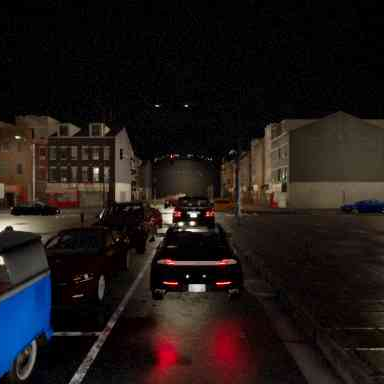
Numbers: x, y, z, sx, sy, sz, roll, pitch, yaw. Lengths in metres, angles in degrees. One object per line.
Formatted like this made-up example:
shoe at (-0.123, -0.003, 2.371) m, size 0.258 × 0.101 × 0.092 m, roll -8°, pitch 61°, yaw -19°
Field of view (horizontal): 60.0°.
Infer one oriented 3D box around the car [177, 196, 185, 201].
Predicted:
car at (-2.725, 1.641, 83.407) m, size 1.947 × 1.339 × 4.313 m, roll 0°, pitch 0°, yaw 0°

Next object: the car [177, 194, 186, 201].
car at (-2.732, 1.401, 88.835) m, size 2.192 × 1.841 × 5.009 m, roll 0°, pitch 0°, yaw 0°

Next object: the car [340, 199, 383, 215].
car at (17.739, 1.501, 33.793) m, size 5.008 × 1.535 × 1.882 m, roll 0°, pitch 0°, yaw 0°

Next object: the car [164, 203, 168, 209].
car at (-2.661, 1.547, 19.009) m, size 1.887 × 1.381 × 4.507 m, roll 0°, pitch 0°, yaw 0°

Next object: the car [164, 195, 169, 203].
car at (-2.689, 1.334, 45.419) m, size 2.192 × 1.841 × 5.009 m, roll 0°, pitch 0°, yaw 0°

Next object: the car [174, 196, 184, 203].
car at (-2.714, 1.606, 72.553) m, size 2.008 × 1.369 × 4.403 m, roll 0°, pitch 0°, yaw 0°

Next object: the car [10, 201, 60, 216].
car at (-14.483, 1.572, 30.866) m, size 4.181 × 1.385 × 1.994 m, roll 0°, pitch 0°, yaw 0°

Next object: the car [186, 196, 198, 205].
car at (0.032, 1.528, 60.749) m, size 2.128 × 1.511 × 4.902 m, roll 0°, pitch 0°, yaw 0°

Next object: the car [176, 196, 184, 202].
car at (-2.719, 1.590, 77.811) m, size 1.752 × 1.417 × 4.829 m, roll 0°, pitch 0°, yaw 0°

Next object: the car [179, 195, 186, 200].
car at (-2.736, 1.538, 94.261) m, size 1.967 × 1.590 × 4.097 m, roll 0°, pitch 0°, yaw 0°

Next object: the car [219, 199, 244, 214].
car at (2.956, 1.481, 35.310) m, size 5.008 × 1.535 × 1.882 m, roll 0°, pitch 1°, yaw 21°

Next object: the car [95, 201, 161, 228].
car at (-2.657, 1.315, 13.576) m, size 2.192 × 1.841 × 5.009 m, roll 0°, pitch 0°, yaw 0°

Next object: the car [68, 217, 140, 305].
car at (-2.651, 1.544, 8.142) m, size 1.887 × 1.381 × 4.507 m, roll 0°, pitch 0°, yaw 0°

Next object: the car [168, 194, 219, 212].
car at (0.082, 1.223, 18.530) m, size 2.150 × 2.045 × 5.566 m, roll 0°, pitch 0°, yaw 0°

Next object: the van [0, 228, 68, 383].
van at (-2.646, 1.341, 2.708) m, size 1.690 × 1.788 × 3.998 m, roll 0°, pitch 0°, yaw 0°

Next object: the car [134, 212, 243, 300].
car at (0.090, 1.491, 8.337) m, size 2.128 × 1.511 × 4.902 m, roll 0°, pitch 0°, yaw 0°

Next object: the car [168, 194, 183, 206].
car at (-2.700, 1.345, 56.273) m, size 2.192 × 1.841 × 5.009 m, roll 0°, pitch 0°, yaw 0°
